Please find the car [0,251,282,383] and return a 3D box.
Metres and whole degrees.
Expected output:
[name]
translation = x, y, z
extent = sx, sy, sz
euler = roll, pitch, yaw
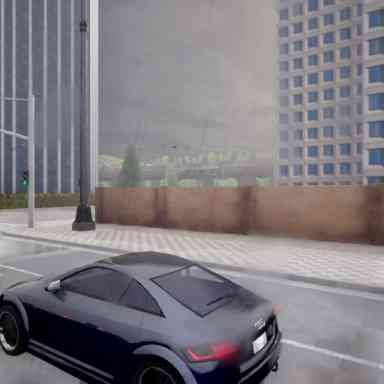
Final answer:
[car]
translation = -0.930, 1.564, 4.665
extent = 4.181, 1.385, 1.994
euler = 0, 0, 35
